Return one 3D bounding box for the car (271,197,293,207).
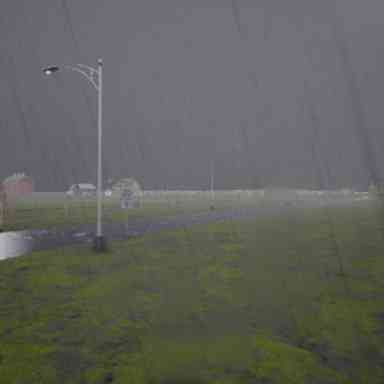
[{"bbox_3d":[13.665,1.515,50.403,2.033,1.411,5.357,1,0,34],"label":"car"}]
